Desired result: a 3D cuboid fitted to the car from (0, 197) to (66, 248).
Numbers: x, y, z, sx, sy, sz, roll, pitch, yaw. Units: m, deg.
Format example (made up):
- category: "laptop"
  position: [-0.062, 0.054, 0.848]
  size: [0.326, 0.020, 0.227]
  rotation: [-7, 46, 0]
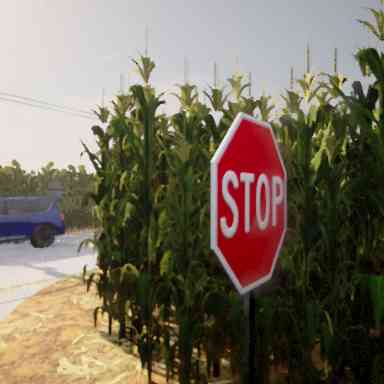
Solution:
- category: "car"
  position: [-7.566, 1.203, 12.512]
  size: [2.150, 2.045, 5.566]
  rotation: [0, 0, 36]
